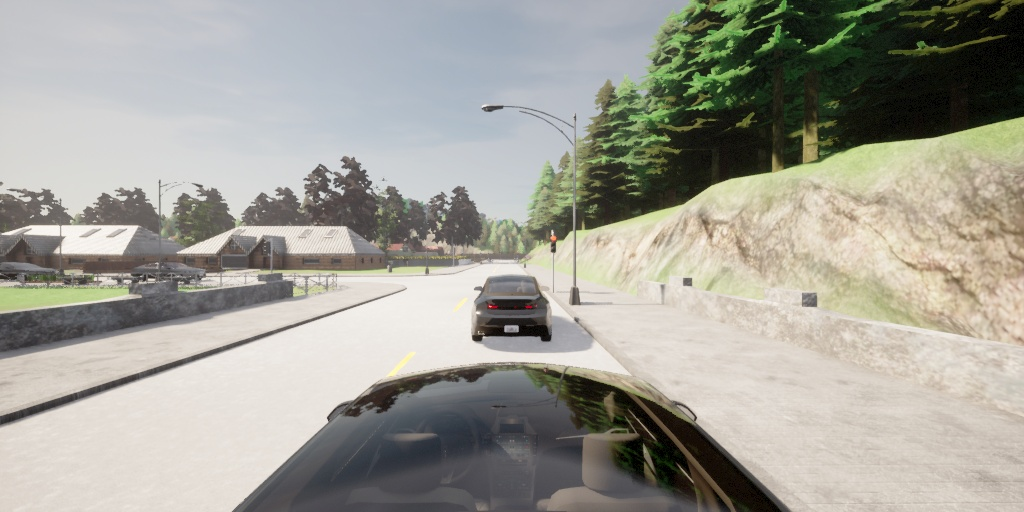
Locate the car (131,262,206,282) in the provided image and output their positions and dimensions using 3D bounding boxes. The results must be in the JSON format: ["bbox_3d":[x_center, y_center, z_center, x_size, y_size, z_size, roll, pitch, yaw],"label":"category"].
[{"bbox_3d":[-26.813,1.241,28.108,4.902,1.511,2.128,0,0,0],"label":"car"}]

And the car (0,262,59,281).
[{"bbox_3d":[-38.674,1.228,28.013,5.008,1.535,1.882,0,0,0],"label":"car"}]

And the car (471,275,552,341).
[{"bbox_3d":[-0.010,1.255,9.813,1.837,1.490,4.892,0,0,0],"label":"car"}]

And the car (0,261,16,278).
[{"bbox_3d":[-48.134,1.228,32.066,5.008,1.535,1.882,0,0,0],"label":"car"}]
